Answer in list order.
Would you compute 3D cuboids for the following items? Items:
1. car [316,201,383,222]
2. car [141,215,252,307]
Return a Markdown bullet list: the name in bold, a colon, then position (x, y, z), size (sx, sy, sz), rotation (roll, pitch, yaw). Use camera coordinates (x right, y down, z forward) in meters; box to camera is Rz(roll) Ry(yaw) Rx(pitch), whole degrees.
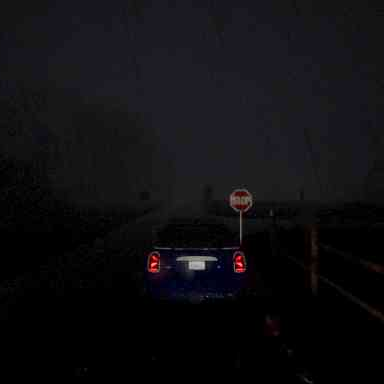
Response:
- **car**: position (12.030, 1.428, 25.300), size (5.008, 1.535, 1.882), rotation (0, 0, -3)
- **car**: position (0.083, 1.352, 8.161), size (2.097, 1.767, 4.553), rotation (0, 0, 0)
